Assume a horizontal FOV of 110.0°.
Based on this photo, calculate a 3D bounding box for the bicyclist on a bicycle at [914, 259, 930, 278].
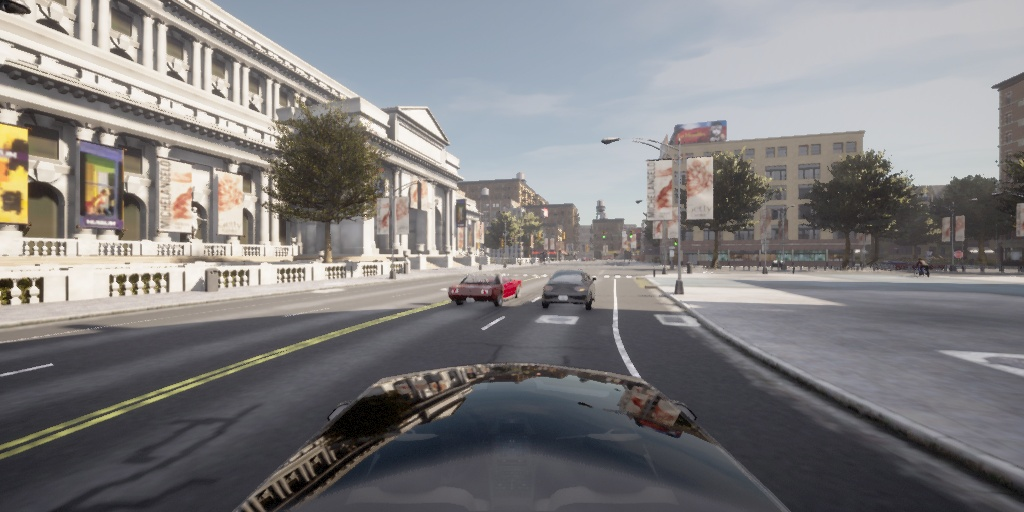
[{"bbox_3d":[35.439,1.048,31.022,0.582,1.620,1.656,0,0,16],"label":"bicyclist on a bicycle"}]

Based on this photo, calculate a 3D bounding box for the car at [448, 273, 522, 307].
[{"bbox_3d":[-0.949,1.365,15.614,1.895,1.301,4.718,0,0,16],"label":"car"}]

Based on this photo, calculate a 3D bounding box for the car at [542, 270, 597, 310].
[{"bbox_3d":[2.407,1.282,14.618,1.812,1.442,4.674,0,0,16],"label":"car"}]
